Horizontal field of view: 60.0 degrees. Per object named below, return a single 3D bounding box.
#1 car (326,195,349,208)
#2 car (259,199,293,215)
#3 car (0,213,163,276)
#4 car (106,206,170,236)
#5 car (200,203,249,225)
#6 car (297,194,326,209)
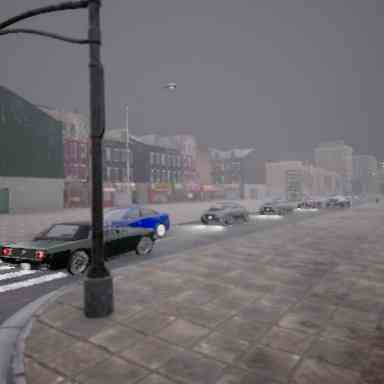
[{"bbox_3d":[16.723,1.083,38.264,1.812,1.442,4.674,-2,0,36],"label":"car"},{"bbox_3d":[7.693,1.320,30.462,1.994,1.385,4.181,-2,0,35],"label":"car"},{"bbox_3d":[-3.070,1.526,10.169,1.895,1.301,4.718,-2,0,27],"label":"car"},{"bbox_3d":[-3.073,1.434,15.194,1.882,1.535,5.008,-2,0,35],"label":"car"},{"bbox_3d":[2.281,1.422,22.795,1.994,1.385,4.181,-2,0,35],"label":"car"},{"bbox_3d":[13.835,1.202,39.120,1.994,1.385,4.181,-2,0,36],"label":"car"}]
